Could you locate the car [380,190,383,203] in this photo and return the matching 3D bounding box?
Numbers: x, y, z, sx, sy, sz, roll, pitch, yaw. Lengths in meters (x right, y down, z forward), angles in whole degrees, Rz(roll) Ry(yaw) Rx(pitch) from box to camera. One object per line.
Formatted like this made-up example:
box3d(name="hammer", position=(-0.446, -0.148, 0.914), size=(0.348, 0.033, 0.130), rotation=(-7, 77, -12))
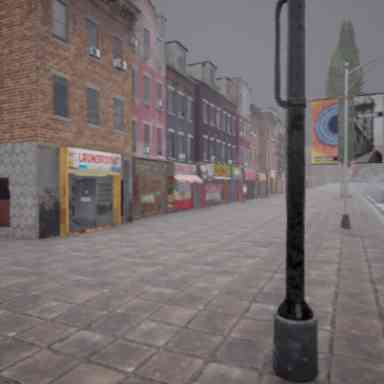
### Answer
box3d(name="car", position=(20.122, 0.310, 33.394), size=(1.837, 1.490, 4.892), rotation=(0, 2, 25))
